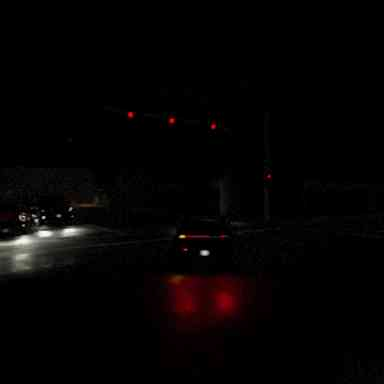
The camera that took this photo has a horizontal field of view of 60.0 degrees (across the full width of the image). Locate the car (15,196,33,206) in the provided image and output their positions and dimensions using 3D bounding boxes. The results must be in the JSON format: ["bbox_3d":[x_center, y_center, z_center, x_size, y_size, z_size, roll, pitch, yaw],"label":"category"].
[{"bbox_3d":[-29.208,1.517,57.658,2.128,1.511,4.902,0,0,-35],"label":"car"}]

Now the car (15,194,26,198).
[{"bbox_3d":[-16.314,1.236,32.790,2.150,2.045,5.566,0,0,-35],"label":"car"}]

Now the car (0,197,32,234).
[{"bbox_3d":[-10.587,1.361,18.496,2.097,1.767,4.553,0,0,-35],"label":"car"}]

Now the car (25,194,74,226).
[{"bbox_3d":[-10.382,1.231,24.312,2.150,2.045,5.566,0,0,-35],"label":"car"}]

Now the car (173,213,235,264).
[{"bbox_3d":[0.360,1.492,11.771,2.128,1.511,4.902,0,0,0],"label":"car"}]

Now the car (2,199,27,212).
[{"bbox_3d":[-21.438,1.566,40.125,2.033,1.411,5.357,0,0,-35],"label":"car"}]

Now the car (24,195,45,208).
[{"bbox_3d":[-23.393,1.373,49.355,2.097,1.767,4.553,0,0,-35],"label":"car"}]
